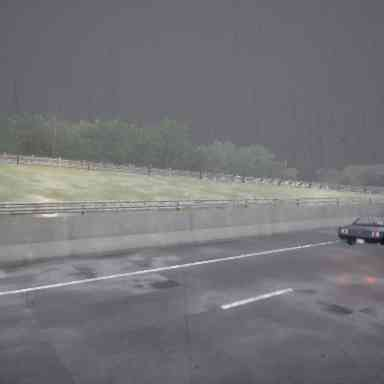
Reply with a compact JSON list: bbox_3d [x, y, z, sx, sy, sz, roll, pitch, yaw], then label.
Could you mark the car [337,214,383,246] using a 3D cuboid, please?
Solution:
[{"bbox_3d":[8.292,1.597,14.082,4.718,1.301,1.895,0,0,-35],"label":"car"}]
